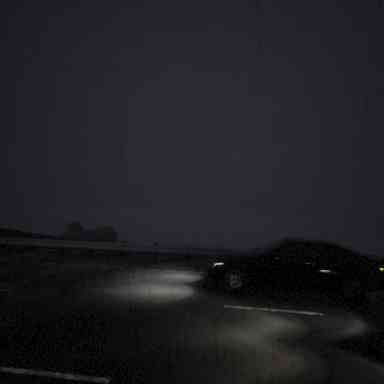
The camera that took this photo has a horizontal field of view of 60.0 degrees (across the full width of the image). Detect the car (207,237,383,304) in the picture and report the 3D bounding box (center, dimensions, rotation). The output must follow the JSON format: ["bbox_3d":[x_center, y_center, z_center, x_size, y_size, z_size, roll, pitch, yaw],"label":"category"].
[{"bbox_3d":[2.765,1.981,9.091,4.674,1.442,1.812,2,-3,8],"label":"car"}]
